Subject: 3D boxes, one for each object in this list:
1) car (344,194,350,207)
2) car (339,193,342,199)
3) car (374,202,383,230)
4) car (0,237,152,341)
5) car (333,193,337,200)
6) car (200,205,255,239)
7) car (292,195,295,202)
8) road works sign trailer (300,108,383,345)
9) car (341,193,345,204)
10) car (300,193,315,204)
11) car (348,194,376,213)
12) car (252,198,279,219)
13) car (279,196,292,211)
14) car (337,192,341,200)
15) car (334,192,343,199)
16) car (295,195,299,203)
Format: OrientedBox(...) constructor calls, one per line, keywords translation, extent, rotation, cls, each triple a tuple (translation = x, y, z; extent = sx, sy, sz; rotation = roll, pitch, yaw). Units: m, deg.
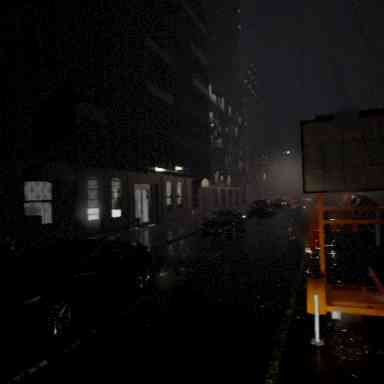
OrientedBox(translation=(17.836, 1.016, 35.697), extent=(1.967, 1.590, 4.097), rotation=(-2, 0, 21), cls="car")
OrientedBox(translation=(21.992, 1.076, 46.291), extent=(1.802, 1.307, 4.206), rotation=(-2, 0, 21), cls="car")
OrientedBox(translation=(9.541, 1.292, 14.510), extent=(2.008, 1.369, 4.403), rotation=(-2, 0, 21), cls="car")
OrientedBox(translation=(-2.398, 1.705, 6.992), extent=(1.947, 1.339, 4.313), rotation=(-2, 0, 21), cls="car")
OrientedBox(translation=(30.292, 0.901, 67.477), extent=(1.947, 1.339, 4.313), rotation=(-2, 0, 21), cls="car")
OrientedBox(translation=(1.751, 1.607, 17.586), extent=(2.008, 1.369, 4.403), rotation=(-2, 0, 21), cls="car")
OrientedBox(translation=(12.127, 1.395, 44.071), extent=(1.887, 1.381, 4.507), rotation=(-2, 0, 21), cls="car")
OrientedBox(translation=(3.215, 0.383, 5.795), extent=(2.380, 3.560, 2.880), rotation=(-2, 0, 22), cls="road works sign trailer")
OrientedBox(translation=(19.915, 1.080, 40.994), extent=(1.887, 1.381, 4.507), rotation=(-2, 0, 21), cls="car")
OrientedBox(translation=(19.709, 1.142, 56.076), extent=(2.128, 1.511, 4.902), rotation=(-2, 0, 21), cls="car")
OrientedBox(translation=(15.765, 1.168, 30.400), extent=(2.008, 1.369, 4.403), rotation=(-2, 0, 21), cls="car")
OrientedBox(translation=(5.899, 1.414, 28.181), extent=(1.967, 1.590, 4.097), rotation=(-2, 0, 21), cls="car")
OrientedBox(translation=(10.052, 1.442, 38.775), extent=(2.008, 1.369, 4.403), rotation=(-2, 0, 21), cls="car")
OrientedBox(translation=(24.066, 1.005, 51.588), extent=(2.008, 1.369, 4.403), rotation=(-2, 0, 21), cls="car")
OrientedBox(translation=(34.502, 0.781, 78.230), extent=(1.752, 1.417, 4.829), rotation=(-2, 0, 21), cls="car")
OrientedBox(translation=(18.352, 1.274, 59.962), extent=(1.887, 1.381, 4.507), rotation=(-2, 0, 21), cls="car")
